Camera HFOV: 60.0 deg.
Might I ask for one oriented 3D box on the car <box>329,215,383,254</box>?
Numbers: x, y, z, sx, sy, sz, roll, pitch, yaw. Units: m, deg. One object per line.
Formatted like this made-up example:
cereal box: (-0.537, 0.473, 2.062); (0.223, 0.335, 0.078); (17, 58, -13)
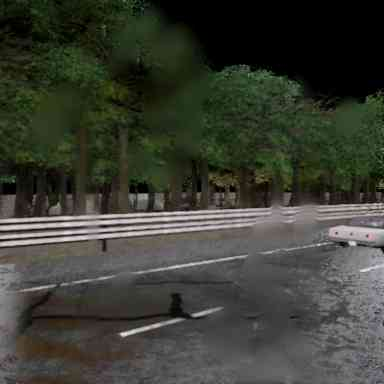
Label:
car: (7.734, 1.603, 13.561); (4.718, 1.301, 1.895); (0, 0, -35)
